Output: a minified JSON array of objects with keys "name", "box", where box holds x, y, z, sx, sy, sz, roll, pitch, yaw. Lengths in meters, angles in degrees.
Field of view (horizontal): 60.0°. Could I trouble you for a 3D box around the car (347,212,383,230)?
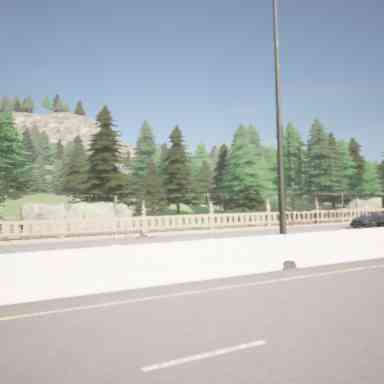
[{"name":"car","box":[16.232,2.521,29.745,4.181,1.385,1.994,0,-3,-24]}]
